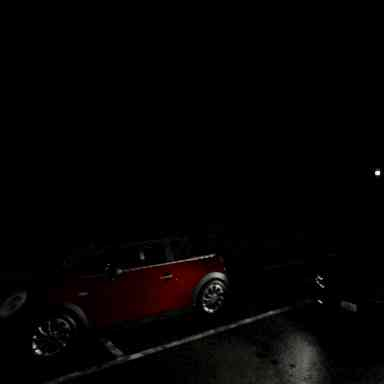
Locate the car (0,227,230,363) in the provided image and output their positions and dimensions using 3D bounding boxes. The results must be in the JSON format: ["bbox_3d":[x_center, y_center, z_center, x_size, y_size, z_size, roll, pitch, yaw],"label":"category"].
[{"bbox_3d":[-1.359,1.436,5.797,4.097,1.590,1.967,0,0,-35],"label":"car"}]

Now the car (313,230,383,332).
[{"bbox_3d":[4.425,1.464,6.535,5.008,1.535,1.882,0,0,-36],"label":"car"}]
